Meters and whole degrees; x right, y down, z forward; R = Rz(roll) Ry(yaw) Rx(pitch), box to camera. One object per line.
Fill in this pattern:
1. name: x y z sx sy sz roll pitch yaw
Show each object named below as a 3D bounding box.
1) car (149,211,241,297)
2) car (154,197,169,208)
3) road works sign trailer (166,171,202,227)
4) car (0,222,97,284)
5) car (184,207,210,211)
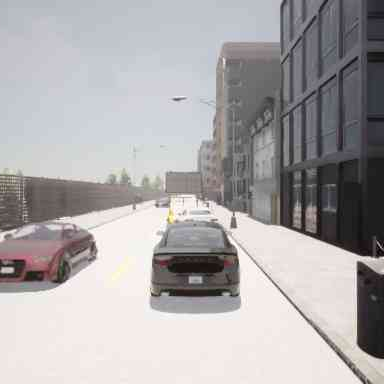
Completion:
1. car: 0.064 1.478 8.634 1.882 1.535 5.008 0 0 0
2. car: -4.192 1.491 47.089 2.128 1.511 4.902 0 0 0
3. road works sign trailer: -0.571 0.464 21.497 2.380 3.560 2.880 0 0 -16
4. car: -4.140 1.564 9.445 1.994 1.385 4.181 0 0 0
5. car: 0.260 1.542 17.984 1.812 1.442 4.674 0 -1 -6
